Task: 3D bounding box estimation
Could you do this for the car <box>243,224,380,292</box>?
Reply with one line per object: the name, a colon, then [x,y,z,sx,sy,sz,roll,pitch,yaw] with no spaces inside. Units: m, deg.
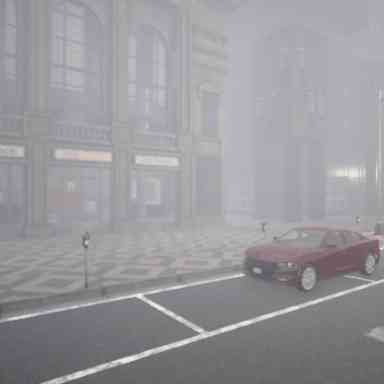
car: [3.351,1.597,9.045,4.507,1.381,1.887,0,0,-36]
